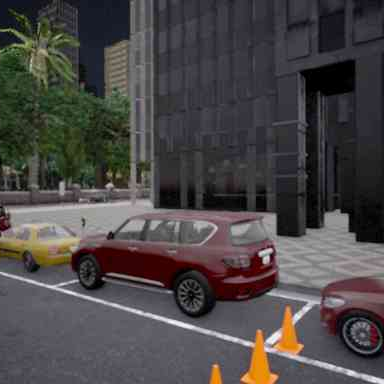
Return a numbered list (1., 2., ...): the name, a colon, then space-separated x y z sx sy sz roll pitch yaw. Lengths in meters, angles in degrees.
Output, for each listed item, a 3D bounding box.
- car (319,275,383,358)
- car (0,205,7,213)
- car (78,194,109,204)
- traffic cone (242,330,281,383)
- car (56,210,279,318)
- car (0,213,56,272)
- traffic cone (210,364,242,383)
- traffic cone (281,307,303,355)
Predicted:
1. car: 3.883 1.578 4.313 4.206 1.307 1.802 0 0 36
2. car: -9.486 1.391 13.918 5.009 1.841 2.192 0 0 36
3. car: -14.942 1.000 50.782 2.128 1.511 4.902 0 1 36
4. traffic cone: 0.811 1.963 4.012 0.340 0.580 0.340 0 0 36
5. car: -0.574 1.338 7.515 5.009 1.841 2.192 0 0 36
6. car: -5.167 1.576 10.815 4.829 1.417 1.752 0 0 36
7. traffic cone: 0.227 1.963 3.199 0.340 0.580 0.340 0 0 36
8. traffic cone: 1.394 1.963 4.824 0.340 0.580 0.340 0 0 36
